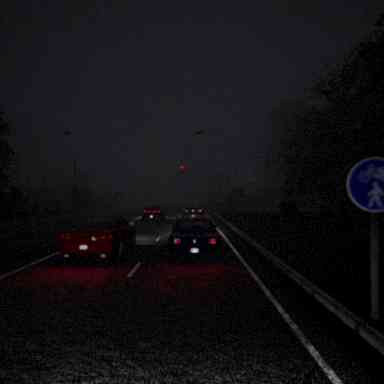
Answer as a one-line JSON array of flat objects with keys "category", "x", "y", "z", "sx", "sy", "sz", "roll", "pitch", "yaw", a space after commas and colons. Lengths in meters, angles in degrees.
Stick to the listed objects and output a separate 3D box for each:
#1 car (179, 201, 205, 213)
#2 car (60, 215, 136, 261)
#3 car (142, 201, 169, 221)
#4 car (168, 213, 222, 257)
[{"category": "car", "x": 0.096, "y": 1.813, "z": 30.202, "sx": 2.128, "sy": 1.511, "sz": 4.902, "roll": 0, "pitch": -1, "yaw": 0}, {"category": "car", "x": -3.402, "y": 1.616, "z": 12.907, "sx": 1.882, "sy": 1.535, "sz": 5.008, "roll": 0, "pitch": -1, "yaw": 0}, {"category": "car", "x": -3.404, "y": 1.827, "z": 30.250, "sx": 1.837, "sy": 1.490, "sz": 4.892, "roll": 0, "pitch": -1, "yaw": 0}, {"category": "car", "x": 0.098, "y": 1.747, "z": 13.662, "sx": 1.895, "sy": 1.301, "sz": 4.718, "roll": 0, "pitch": -1, "yaw": 0}]
